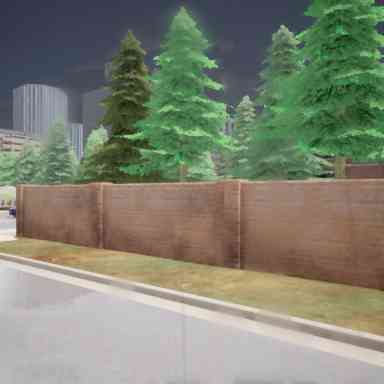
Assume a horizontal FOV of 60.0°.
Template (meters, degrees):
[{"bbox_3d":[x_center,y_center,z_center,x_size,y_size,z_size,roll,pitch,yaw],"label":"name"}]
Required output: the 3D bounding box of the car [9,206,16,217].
[{"bbox_3d":[-14.016,1.478,30.448,1.882,1.535,5.008,0,0,35],"label":"car"}]
